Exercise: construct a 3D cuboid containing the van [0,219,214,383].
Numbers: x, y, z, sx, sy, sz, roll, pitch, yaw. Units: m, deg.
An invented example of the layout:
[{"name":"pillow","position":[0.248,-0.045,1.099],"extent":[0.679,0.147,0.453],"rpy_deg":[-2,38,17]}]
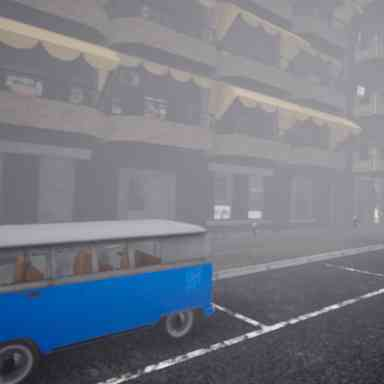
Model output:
[{"name":"van","position":[-1.536,1.357,4.974],"extent":[3.998,1.788,1.690],"rpy_deg":[1,1,-35]}]
